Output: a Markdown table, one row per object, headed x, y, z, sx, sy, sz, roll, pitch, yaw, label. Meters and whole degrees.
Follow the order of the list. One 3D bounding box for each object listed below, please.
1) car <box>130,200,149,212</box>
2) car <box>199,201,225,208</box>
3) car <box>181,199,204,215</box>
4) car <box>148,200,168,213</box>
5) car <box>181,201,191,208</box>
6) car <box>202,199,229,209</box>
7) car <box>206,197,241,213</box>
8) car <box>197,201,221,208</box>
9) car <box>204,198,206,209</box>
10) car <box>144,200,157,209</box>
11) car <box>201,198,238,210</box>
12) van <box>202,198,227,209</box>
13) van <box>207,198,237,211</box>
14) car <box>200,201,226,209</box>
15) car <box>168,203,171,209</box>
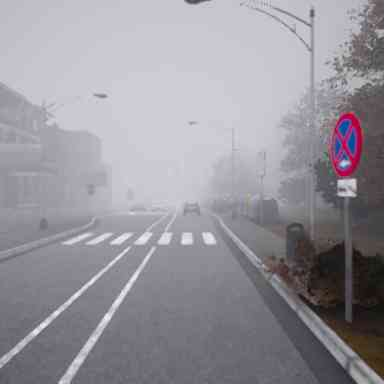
| x | y | z | sx | sy | sz | roll | pitch | yaw | label |
| --- | --- | --- | --- | --- | --- | --- | --- | --- | --- |
| -7.466 | 2.143 | 46.679 | 1.994 | 1.385 | 4.181 | 0 | -2 | -2 | car |
| 4.241 | 2.641 | 70.699 | 5.366 | 1.575 | 1.946 | 1 | -2 | -22 | car |
| -0.071 | 1.827 | 37.951 | 2.128 | 1.511 | 4.902 | 0 | -2 | -2 | car |
| -4.657 | 2.092 | 46.373 | 1.812 | 1.442 | 4.674 | 0 | -2 | -2 | car |
| -1.315 | 2.751 | 72.938 | 2.033 | 1.411 | 5.357 | 0 | -1 | -2 | car |
| 4.393 | 2.307 | 61.762 | 4.553 | 1.767 | 2.185 | 1 | -1 | -22 | car |
| 5.081 | 1.646 | 41.070 | 5.566 | 2.045 | 2.435 | 1 | -2 | -22 | car |
| 3.861 | 2.771 | 76.567 | 4.892 | 1.521 | 2.231 | 1 | -1 | -22 | car |
| 4.936 | 1.724 | 43.993 | 5.566 | 2.045 | 2.435 | 1 | -1 | -22 | car |
| -7.994 | 2.378 | 64.425 | 2.097 | 1.767 | 4.553 | 0 | -1 | -2 | car |
| 4.593 | 2.035 | 55.851 | 5.566 | 2.045 | 2.435 | 1 | -2 | -22 | car |
| 4.371 | 2.280 | 64.763 | 4.442 | 1.987 | 1.878 | 1 | -2 | -22 | van |
| 4.767 | 1.987 | 52.929 | 4.442 | 1.987 | 1.878 | 1 | -2 | -22 | van |
| 4.191 | 2.602 | 67.681 | 4.792 | 1.488 | 2.163 | 1 | -2 | -22 | car |
| -5.165 | 2.523 | 63.407 | 1.812 | 1.442 | 4.674 | 0 | -1 | -1 | car |
